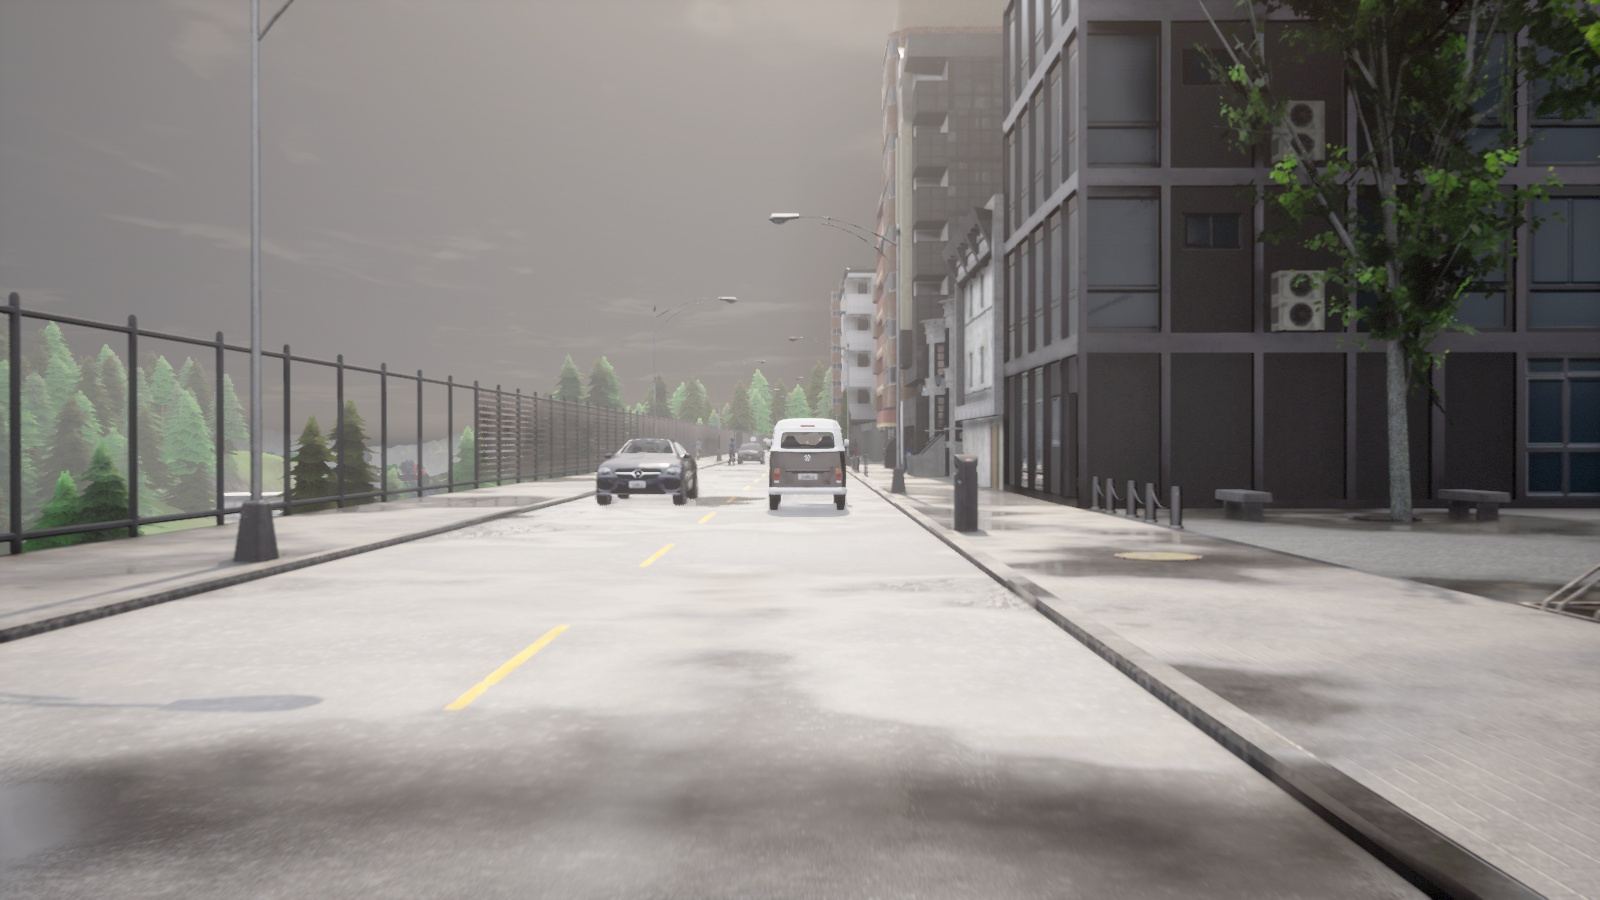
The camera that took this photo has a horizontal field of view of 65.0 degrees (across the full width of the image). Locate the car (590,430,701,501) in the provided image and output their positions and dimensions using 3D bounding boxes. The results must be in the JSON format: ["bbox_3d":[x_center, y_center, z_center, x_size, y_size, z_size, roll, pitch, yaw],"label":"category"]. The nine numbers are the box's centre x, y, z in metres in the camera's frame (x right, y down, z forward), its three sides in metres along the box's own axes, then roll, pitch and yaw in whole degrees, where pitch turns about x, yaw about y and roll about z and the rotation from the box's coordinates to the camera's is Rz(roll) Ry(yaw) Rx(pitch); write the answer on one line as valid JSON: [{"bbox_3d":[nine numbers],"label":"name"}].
[{"bbox_3d":[-3.806,0.343,31.832,2.152,1.651,5.027,0,0,0],"label":"car"}]

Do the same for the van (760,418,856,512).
[{"bbox_3d":[0.179,0.304,29.412,2.069,2.038,4.480,0,0,0],"label":"van"}]

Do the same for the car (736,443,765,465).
[{"bbox_3d":[-3.486,0.242,89.567,1.837,1.490,4.892,0,1,0],"label":"car"}]
